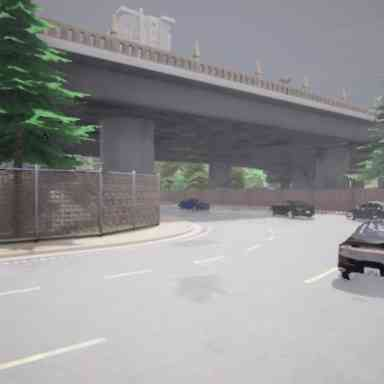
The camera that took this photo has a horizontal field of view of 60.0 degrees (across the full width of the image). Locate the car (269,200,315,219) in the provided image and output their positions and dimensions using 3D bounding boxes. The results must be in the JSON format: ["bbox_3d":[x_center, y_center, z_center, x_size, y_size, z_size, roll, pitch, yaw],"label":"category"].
[{"bbox_3d":[8.498,1.422,28.680,1.882,1.535,5.008,0,0,-15],"label":"car"}]

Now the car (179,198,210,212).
[{"bbox_3d":[0.230,1.424,38.690,1.882,1.535,5.008,0,0,-30],"label":"car"}]

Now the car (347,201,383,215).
[{"bbox_3d":[13.108,1.447,23.864,1.837,1.490,4.892,1,0,-7],"label":"car"}]

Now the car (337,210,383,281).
[{"bbox_3d":[5.484,1.471,8.893,2.128,1.511,4.902,0,0,43],"label":"car"}]
